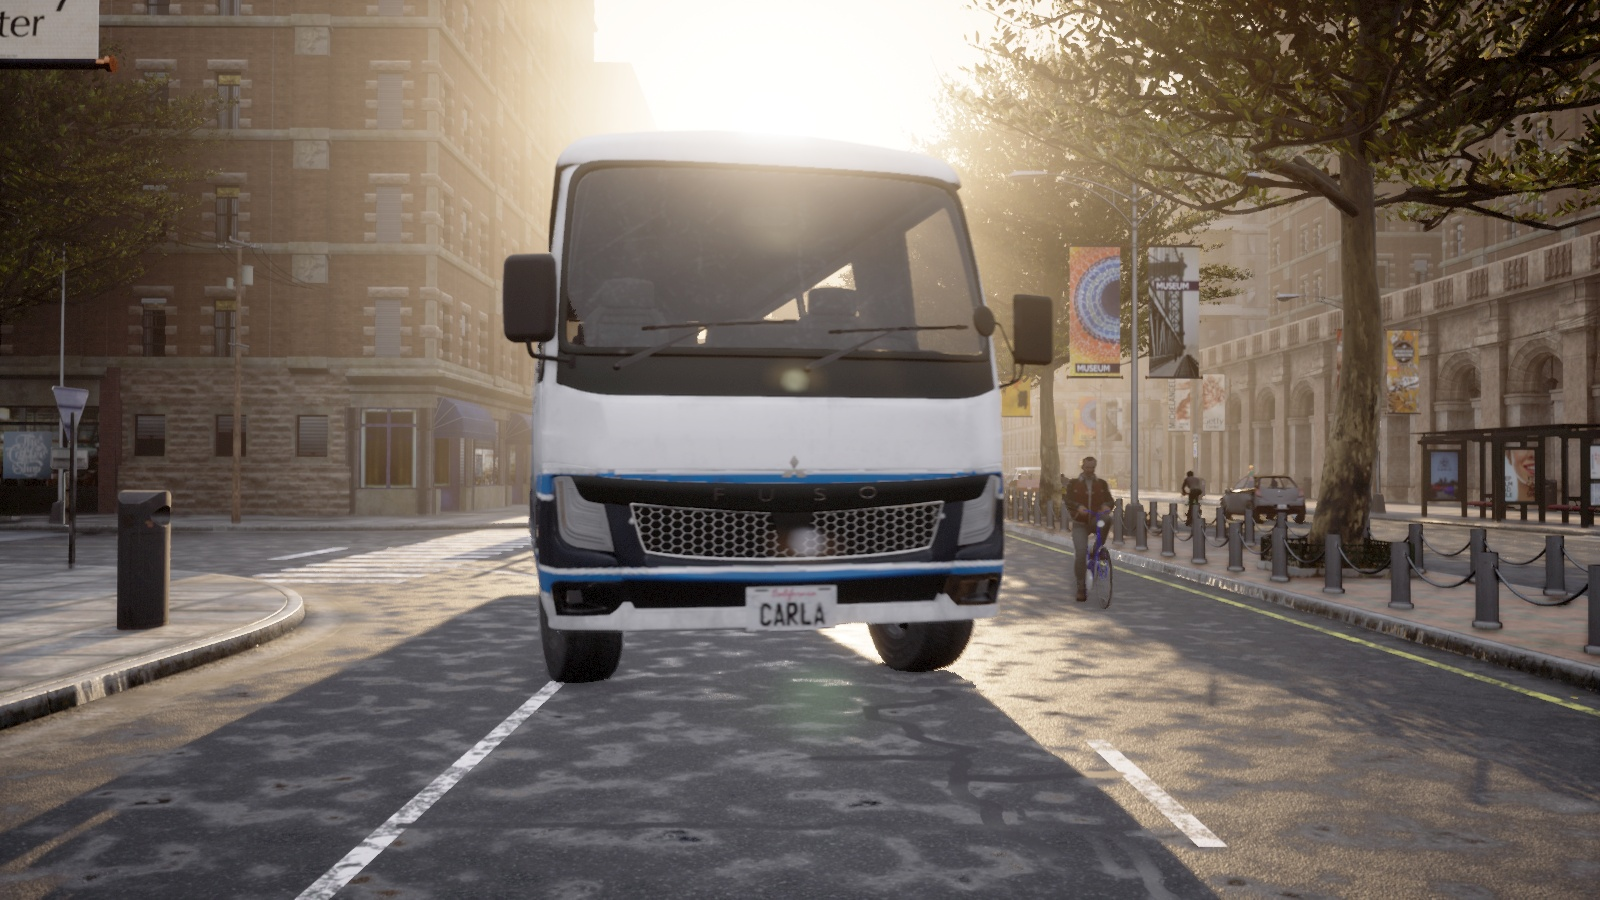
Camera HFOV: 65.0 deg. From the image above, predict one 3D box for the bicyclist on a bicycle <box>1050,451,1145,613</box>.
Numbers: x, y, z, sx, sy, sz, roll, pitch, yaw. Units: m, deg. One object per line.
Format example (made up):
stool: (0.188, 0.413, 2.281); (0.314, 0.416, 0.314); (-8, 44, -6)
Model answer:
bicyclist on a bicycle: (3.463, 0.920, 14.756); (0.659, 1.776, 1.843); (0, -1, 0)

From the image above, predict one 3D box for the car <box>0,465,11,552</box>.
car: (-17.646, 1.123, 23.288); (4.611, 1.667, 2.242); (0, -1, -1)

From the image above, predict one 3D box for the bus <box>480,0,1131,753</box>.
bus: (-0.990, -0.346, 12.514); (3.944, 4.253, 10.273); (0, -1, -13)

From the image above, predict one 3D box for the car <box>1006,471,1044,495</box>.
car: (14.795, 2.167, 82.786); (1.845, 1.501, 3.633); (0, -1, 0)

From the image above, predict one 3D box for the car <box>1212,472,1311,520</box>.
car: (14.899, 1.456, 40.708); (1.845, 1.501, 3.633); (0, -1, 0)
